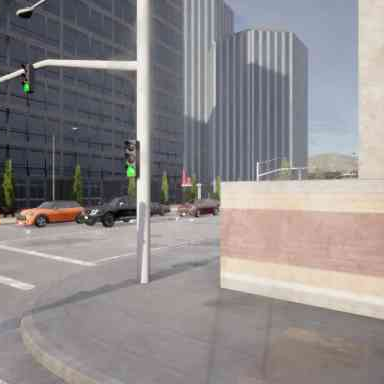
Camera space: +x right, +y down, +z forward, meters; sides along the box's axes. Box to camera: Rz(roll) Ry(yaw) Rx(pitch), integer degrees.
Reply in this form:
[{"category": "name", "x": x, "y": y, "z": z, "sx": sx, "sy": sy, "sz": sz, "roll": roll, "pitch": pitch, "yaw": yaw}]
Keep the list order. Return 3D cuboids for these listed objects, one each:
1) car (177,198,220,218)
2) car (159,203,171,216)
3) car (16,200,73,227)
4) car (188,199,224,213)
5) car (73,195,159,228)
[{"category": "car", "x": 0.584, "y": 1.407, "z": 31.485, "sx": 2.097, "sy": 1.767, "sz": 4.553, "roll": 0, "pitch": 0, "yaw": 36}, {"category": "car", "x": -4.175, "y": 1.603, "z": 30.864, "sx": 2.033, "sy": 1.411, "sz": 5.357, "roll": 0, "pitch": 0, "yaw": 36}, {"category": "car", "x": -9.701, "y": 1.407, "z": 23.169, "sx": 2.097, "sy": 1.767, "sz": 4.553, "roll": 0, "pitch": 0, "yaw": 36}, {"category": "car", "x": 1.750, "y": 1.560, "z": 39.094, "sx": 1.837, "sy": 1.490, "sz": 4.892, "roll": 0, "pitch": 0, "yaw": 36}, {"category": "car", "x": -5.145, "y": 1.277, "z": 23.516, "sx": 2.150, "sy": 2.045, "sz": 5.566, "roll": 0, "pitch": 0, "yaw": 36}]
